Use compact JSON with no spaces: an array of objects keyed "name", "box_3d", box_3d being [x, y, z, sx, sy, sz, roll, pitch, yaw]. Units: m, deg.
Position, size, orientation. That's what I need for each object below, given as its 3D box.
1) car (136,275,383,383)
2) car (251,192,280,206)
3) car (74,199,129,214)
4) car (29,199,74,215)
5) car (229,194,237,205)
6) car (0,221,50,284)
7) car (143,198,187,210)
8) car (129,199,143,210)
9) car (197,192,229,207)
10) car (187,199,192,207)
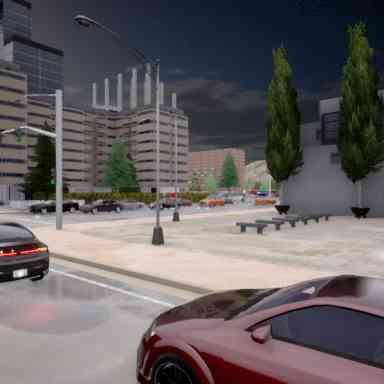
[{"name":"car","box_3d":[1.422,1.564,3.226,4.181,1.385,1.994,0,0,37]},{"name":"car","box_3d":[12.268,1.352,55.050,2.097,1.767,4.553,0,0,40]},{"name":"car","box_3d":[-9.461,1.504,35.123,1.837,1.490,4.892,0,0,40]},{"name":"car","box_3d":[-14.318,1.477,34.805,1.882,1.535,5.008,0,0,40]},{"name":"car","box_3d":[5.484,1.564,58.099,1.994,1.385,4.181,0,0,41]},{"name":"car","box_3d":[-5.557,1.505,8.734,4.892,1.490,1.837,0,0,40]},{"name":"car","box_3d":[-3.379,1.491,42.300,2.128,1.511,4.902,0,0,40]},{"name":"car","box_3d":[-8.281,1.600,41.930,1.895,1.301,4.718,0,0,40]},{"name":"car","box_3d":[3.023,1.351,49.835,2.097,1.767,4.553,0,0,40]},{"name":"car","box_3d":[-1.836,1.563,49.528,1.994,1.385,4.181,0,0,40]}]
